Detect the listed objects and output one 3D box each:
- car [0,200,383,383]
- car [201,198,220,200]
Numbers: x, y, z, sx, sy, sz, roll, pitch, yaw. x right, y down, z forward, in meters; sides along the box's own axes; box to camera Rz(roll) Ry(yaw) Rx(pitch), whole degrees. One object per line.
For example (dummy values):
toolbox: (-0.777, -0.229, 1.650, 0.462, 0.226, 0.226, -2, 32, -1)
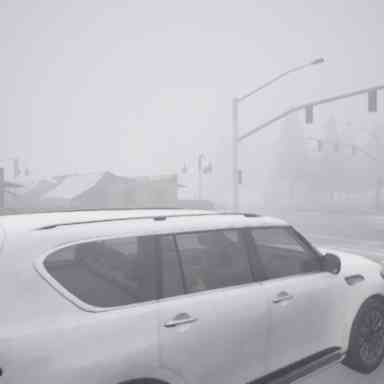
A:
car: (0.181, 1.212, 3.942, 5.566, 2.045, 2.150, 0, 0, -35)
car: (2.200, 1.401, 35.686, 2.128, 1.511, 4.902, 0, 0, -37)
